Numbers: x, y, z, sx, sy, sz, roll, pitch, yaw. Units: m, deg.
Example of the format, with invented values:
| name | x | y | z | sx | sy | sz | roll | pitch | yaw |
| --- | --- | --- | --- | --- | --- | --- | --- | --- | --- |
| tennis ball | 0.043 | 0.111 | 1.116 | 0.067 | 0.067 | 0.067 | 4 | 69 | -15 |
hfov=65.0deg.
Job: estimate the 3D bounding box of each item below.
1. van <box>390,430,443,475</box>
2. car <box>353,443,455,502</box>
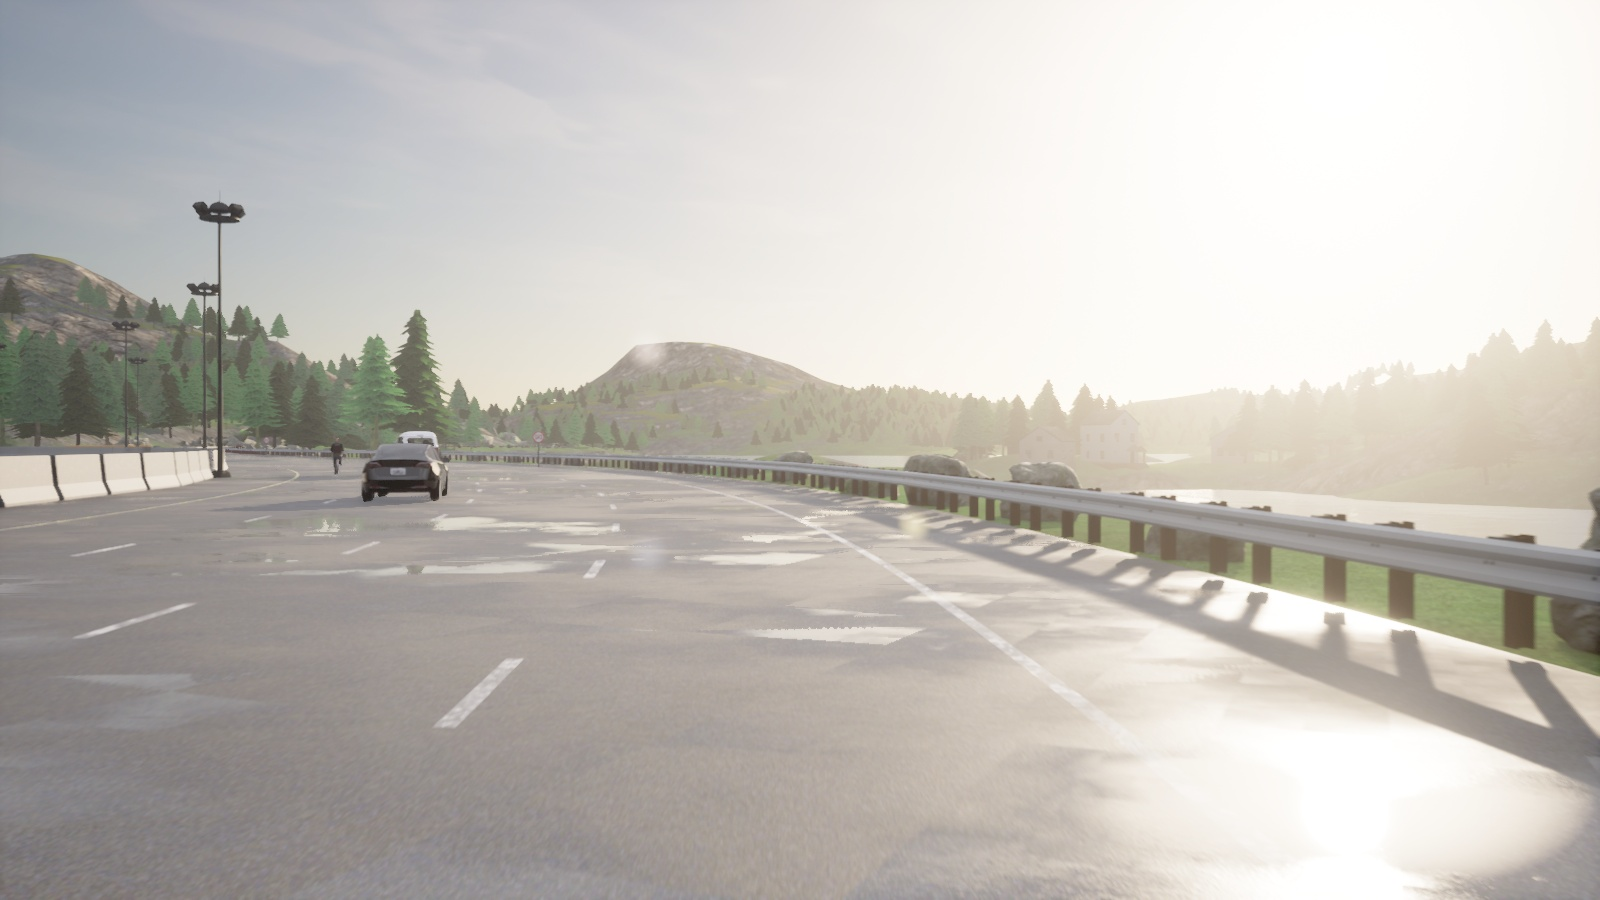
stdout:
| name | x | y | z | sx | sy | sz | roll | pitch | yaw |
| --- | --- | --- | --- | --- | --- | --- | --- | --- | --- |
| van | -18.261 | 0.122 | 59.734 | 2.069 | 2.038 | 4.480 | 0 | 0 | -21 |
| car | -10.659 | 0.547 | 34.128 | 2.163 | 1.488 | 4.792 | 0 | 0 | -12 |
